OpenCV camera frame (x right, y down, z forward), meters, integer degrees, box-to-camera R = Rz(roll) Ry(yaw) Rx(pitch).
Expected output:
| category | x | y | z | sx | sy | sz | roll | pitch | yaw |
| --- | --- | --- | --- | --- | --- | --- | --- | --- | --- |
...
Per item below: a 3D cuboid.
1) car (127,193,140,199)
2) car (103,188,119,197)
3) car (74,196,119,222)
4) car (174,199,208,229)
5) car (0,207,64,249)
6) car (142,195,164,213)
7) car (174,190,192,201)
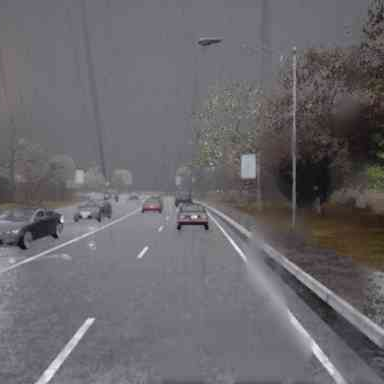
| category | x | y | z | sx | sy | sz | roll | pitch | yaw |
| --- | --- | --- | --- | --- | --- | --- | --- | --- | --- |
| car | -9.353 | 0.715 | 53.355 | 1.812 | 1.442 | 4.674 | 0 | 1 | -9 |
| car | -12.808 | 0.420 | 52.791 | 2.150 | 2.045 | 5.566 | 0 | 1 | -9 |
| car | -7.138 | 1.313 | 24.440 | 2.128 | 1.511 | 4.902 | 0 | 1 | -1 |
| car | 0.017 | 1.405 | 20.641 | 2.033 | 1.411 | 5.357 | 0 | 1 | -1 |
| car | -7.062 | 1.403 | 14.052 | 2.128 | 1.511 | 4.902 | 0 | 0 | 0 |
| car | -3.897 | 1.289 | 33.372 | 1.994 | 1.385 | 4.181 | 0 | 1 | -2 |
| car | -1.212 | 0.809 | 44.574 | 2.150 | 2.045 | 5.566 | 0 | 1 | -5 |
